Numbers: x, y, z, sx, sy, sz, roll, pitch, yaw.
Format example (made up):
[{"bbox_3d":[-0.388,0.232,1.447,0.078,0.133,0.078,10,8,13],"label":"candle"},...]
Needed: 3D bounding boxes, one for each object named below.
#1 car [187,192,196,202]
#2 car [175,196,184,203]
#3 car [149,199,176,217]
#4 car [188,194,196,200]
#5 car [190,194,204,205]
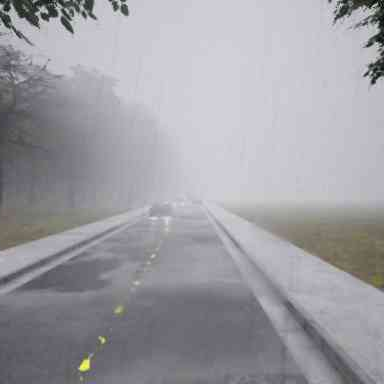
[{"bbox_3d":[-0.019,1.129,76.785,2.150,2.045,5.566,0,0,0],"label":"car"},{"bbox_3d":[-2.767,1.601,72.117,1.895,1.301,4.718,0,0,0],"label":"car"},{"bbox_3d":[-2.852,1.582,31.165,1.994,1.385,4.181,0,0,0],"label":"car"},{"bbox_3d":[-0.022,1.440,93.995,2.128,1.511,4.902,0,0,0],"label":"car"},{"bbox_3d":[0.948,1.561,58.771,1.812,1.442,4.674,0,0,0],"label":"car"}]
